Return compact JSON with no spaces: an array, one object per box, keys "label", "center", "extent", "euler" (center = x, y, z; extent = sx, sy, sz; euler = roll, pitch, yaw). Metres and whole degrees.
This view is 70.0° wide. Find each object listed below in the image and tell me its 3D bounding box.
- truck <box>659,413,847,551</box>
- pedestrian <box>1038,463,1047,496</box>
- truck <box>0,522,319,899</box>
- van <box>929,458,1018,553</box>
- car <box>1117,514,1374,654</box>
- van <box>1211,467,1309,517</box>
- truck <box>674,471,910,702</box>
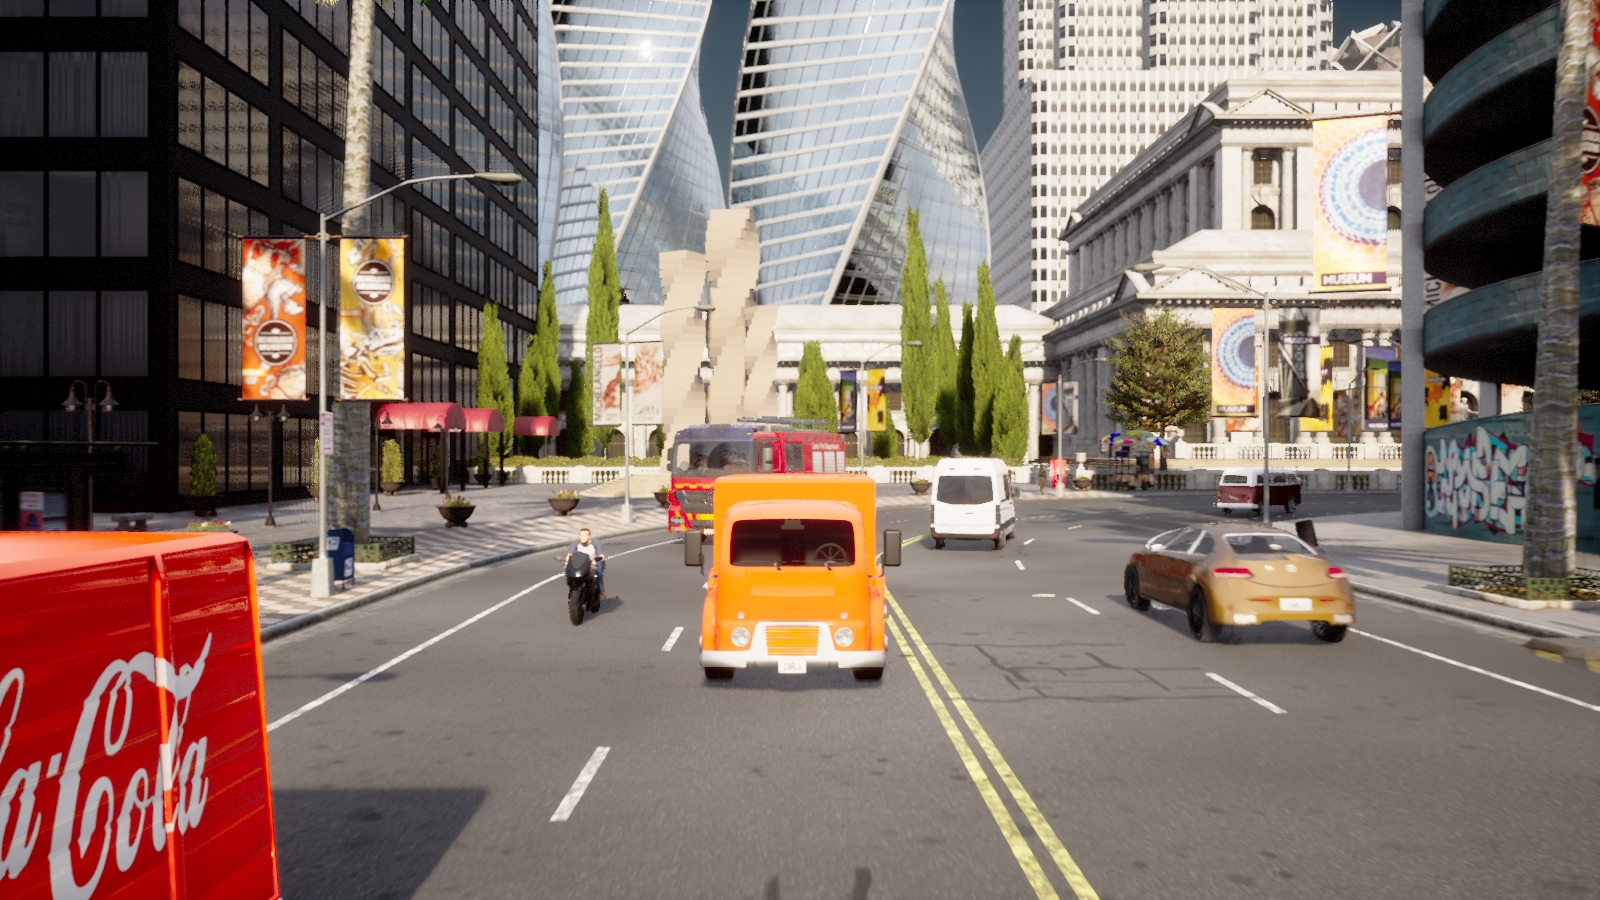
[{"label":"truck","center":[-1.210,0.891,36.235],"extent":[2.891,3.827,8.468],"euler":[0,0,21]},{"label":"pedestrian","center":[14.036,1.697,66.055],"extent":[0.375,1.860,0.375],"euler":[0,0,-39]},{"label":"truck","center":[-3.531,1.568,2.701],"extent":[2.627,2.467,5.204],"euler":[0,0,0]},{"label":"van","center":[5.310,1.535,34.286],"extent":[1.988,2.561,5.915],"euler":[0,0,15]},{"label":"car","center":[6.866,1.992,18.329],"extent":[2.152,1.651,5.027],"euler":[0,0,0]},{"label":"van","center":[20.120,1.783,49.950],"extent":[4.480,2.038,2.069],"euler":[0,0,-39]},{"label":"truck","center":[-0.065,1.568,15.325],"extent":[2.627,2.467,5.204],"euler":[0,0,1]}]
